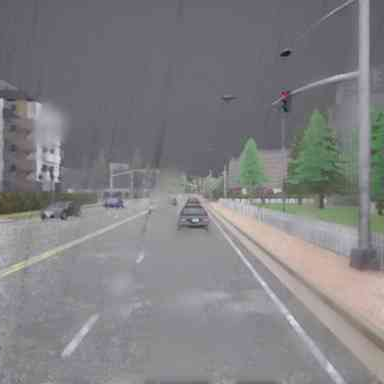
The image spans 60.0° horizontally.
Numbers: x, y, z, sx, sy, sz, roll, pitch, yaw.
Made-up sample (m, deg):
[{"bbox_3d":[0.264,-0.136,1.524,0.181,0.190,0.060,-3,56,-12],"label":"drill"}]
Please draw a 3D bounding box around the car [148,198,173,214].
[{"bbox_3d":[-3.400,1.625,35.148,1.895,1.301,4.718,0,0,0],"label":"car"}]

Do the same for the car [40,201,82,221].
[{"bbox_3d":[-10.801,1.510,27.717,2.128,1.511,4.902,0,0,3],"label":"car"}]

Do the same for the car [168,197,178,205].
[{"bbox_3d":[-3.389,1.585,54.535,2.033,1.411,5.357,0,0,0],"label":"car"}]

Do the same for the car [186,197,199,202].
[{"bbox_3d":[0.105,1.519,38.444,2.128,1.511,4.902,0,0,0],"label":"car"}]

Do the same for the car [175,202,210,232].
[{"bbox_3d":[0.099,1.562,20.229,2.033,1.411,5.357,0,0,0],"label":"car"}]

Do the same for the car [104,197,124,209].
[{"bbox_3d":[-10.559,1.508,45.144,1.882,1.535,5.008,0,0,0],"label":"car"}]

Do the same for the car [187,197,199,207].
[{"bbox_3d":[0.108,1.542,52.636,1.837,1.490,4.892,0,0,0],"label":"car"}]
